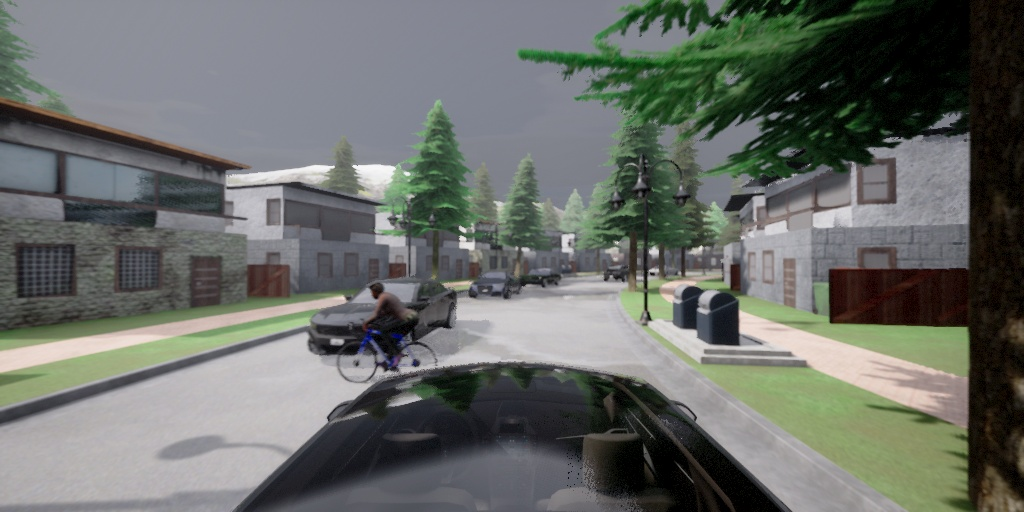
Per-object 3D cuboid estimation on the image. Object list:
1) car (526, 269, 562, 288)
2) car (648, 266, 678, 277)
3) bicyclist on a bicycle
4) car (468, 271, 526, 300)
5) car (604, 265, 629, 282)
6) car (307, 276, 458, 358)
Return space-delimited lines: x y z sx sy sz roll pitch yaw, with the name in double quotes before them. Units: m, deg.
"car" 2.167 1.621 26.855 1.895 1.301 4.718 0 -1 25
"car" 18.402 1.812 43.405 4.718 1.301 1.895 1 -1 -44
"bicyclist on a bicycle" -1.992 1.243 5.694 1.656 1.620 0.582 0 -1 4
"car" -0.807 1.500 19.155 1.994 1.385 4.181 0 -1 14
"car" 10.050 1.600 33.380 1.837 1.490 4.892 0 -1 34
"car" -2.821 1.302 8.948 1.882 1.535 5.008 0 -1 8
